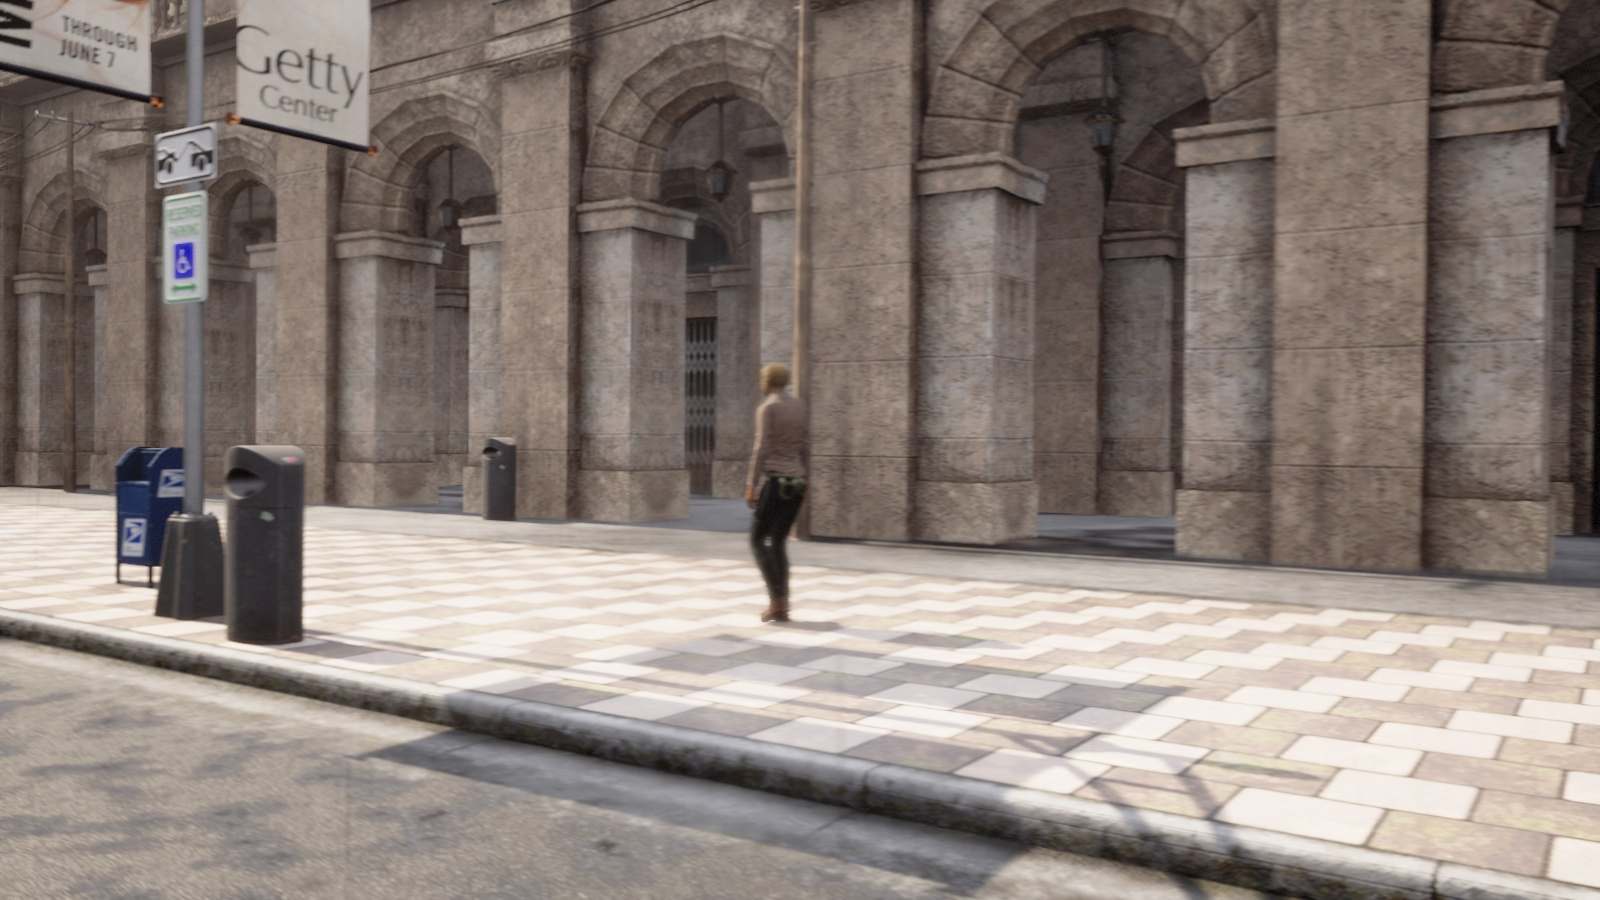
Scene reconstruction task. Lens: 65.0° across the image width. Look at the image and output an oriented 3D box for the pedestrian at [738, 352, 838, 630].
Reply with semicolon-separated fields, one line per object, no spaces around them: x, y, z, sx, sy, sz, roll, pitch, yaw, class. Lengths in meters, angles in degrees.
-0.086;0.270;8.671;0.331;1.846;0.634;-1;1;-43;pedestrian
